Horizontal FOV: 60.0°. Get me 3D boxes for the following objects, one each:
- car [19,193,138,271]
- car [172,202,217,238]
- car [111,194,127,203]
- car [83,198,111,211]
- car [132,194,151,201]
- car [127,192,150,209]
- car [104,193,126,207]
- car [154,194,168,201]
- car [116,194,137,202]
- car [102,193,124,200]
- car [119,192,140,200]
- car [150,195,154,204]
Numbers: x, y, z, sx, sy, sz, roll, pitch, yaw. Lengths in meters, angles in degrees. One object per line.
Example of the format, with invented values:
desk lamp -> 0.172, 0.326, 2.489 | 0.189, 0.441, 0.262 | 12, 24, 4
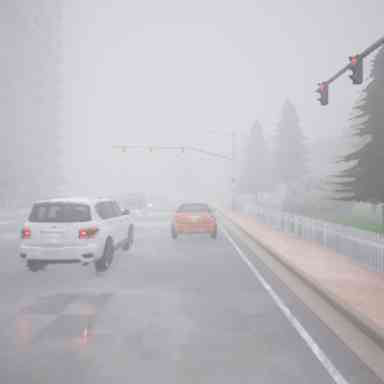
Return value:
car -> -3.400, 1.175, 10.874 | 2.150, 2.045, 5.566 | 0, 1, 0
car -> 0.102, 1.264, 17.091 | 2.097, 1.767, 4.553 | 0, 0, 0
car -> -13.246, 1.178, 60.202 | 1.837, 1.490, 4.892 | 0, 0, -26
car -> -10.572, 1.361, 37.485 | 1.994, 1.385, 4.181 | 0, 0, 0
car -> -10.540, 1.178, 69.161 | 1.994, 1.385, 4.181 | 0, 0, -39
car -> -7.052, 0.996, 41.573 | 2.150, 2.045, 5.566 | 0, 0, 1
car -> -10.679, 1.102, 46.381 | 2.097, 1.767, 4.553 | 0, 0, -2
car -> -7.121, 1.158, 70.432 | 2.033, 1.411, 5.357 | 0, 0, -39
car -> -13.192, 1.139, 66.863 | 2.128, 1.511, 4.902 | 0, 0, -39
car -> -18.032, 1.061, 75.822 | 5.008, 1.535, 1.882 | 0, 0, 32
car -> -14.598, 0.847, 77.715 | 4.553, 1.767, 2.097 | 0, 0, 32
car -> -7.711, 1.229, 54.725 | 1.812, 1.442, 4.674 | 0, 0, -8
